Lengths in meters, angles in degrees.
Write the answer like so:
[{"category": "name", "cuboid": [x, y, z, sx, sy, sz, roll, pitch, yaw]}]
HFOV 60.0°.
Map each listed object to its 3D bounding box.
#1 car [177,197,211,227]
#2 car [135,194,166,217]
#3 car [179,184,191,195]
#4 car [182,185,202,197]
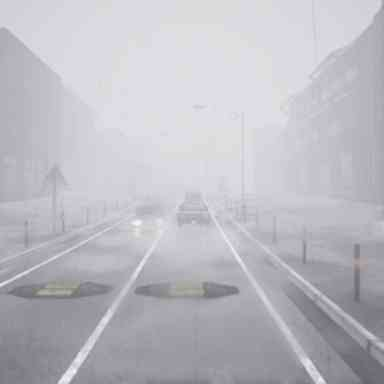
[{"category": "car", "cuboid": [0.109, 1.264, 20.178, 1.895, 1.301, 4.718, 0, 2, 0]}, {"category": "car", "cuboid": [-3.084, 0.942, 25.480, 1.882, 1.535, 5.008, 0, 2, 0]}, {"category": "car", "cuboid": [-1.127, -0.488, 65.691, 2.150, 2.045, 5.566, 0, 1, 7]}, {"category": "car", "cuboid": [0.160, 0.367, 38.379, 1.882, 1.535, 5.008, 0, 2, 1]}]
